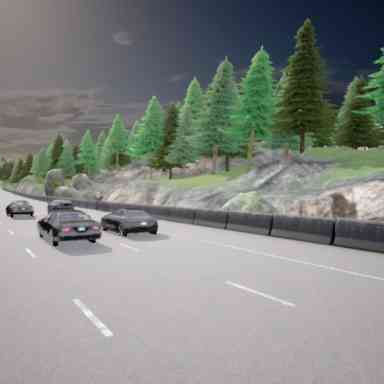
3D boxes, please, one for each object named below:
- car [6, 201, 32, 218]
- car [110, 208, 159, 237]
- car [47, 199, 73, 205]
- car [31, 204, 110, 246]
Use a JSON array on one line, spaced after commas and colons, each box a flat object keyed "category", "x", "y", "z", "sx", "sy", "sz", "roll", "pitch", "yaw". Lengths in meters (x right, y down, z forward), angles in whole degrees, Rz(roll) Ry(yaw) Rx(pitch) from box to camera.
[{"category": "car", "x": -15.566, "y": 1.486, "z": 30.070, "sx": 2.033, "sy": 1.411, "sz": 5.357, "roll": 0, "pitch": 0, "yaw": -34}, {"category": "car", "x": -3.507, "y": 1.536, "z": 18.221, "sx": 1.994, "sy": 1.385, "sz": 4.181, "roll": 0, "pitch": 0, "yaw": -33}, {"category": "car", "x": -12.650, "y": 1.445, "z": 32.007, "sx": 1.837, "sy": 1.490, "sz": 4.892, "roll": 0, "pitch": 0, "yaw": -34}, {"category": "car", "x": -5.781, "y": 1.519, "z": 15.315, "sx": 2.033, "sy": 1.411, "sz": 5.357, "roll": 0, "pitch": 0, "yaw": -33}]
